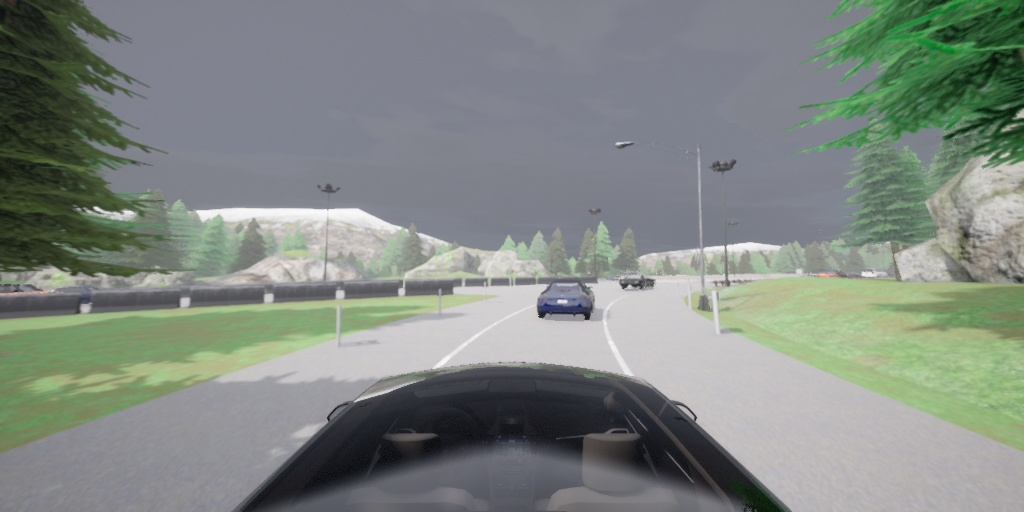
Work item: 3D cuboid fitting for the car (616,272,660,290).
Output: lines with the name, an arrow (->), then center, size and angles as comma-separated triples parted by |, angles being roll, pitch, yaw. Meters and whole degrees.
car -> 11.545, 2.356, 32.709 | 1.895, 1.301, 4.718 | -2, -3, 38

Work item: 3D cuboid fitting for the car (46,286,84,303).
car -> -30.458, 2.510, 22.080 | 4.553, 1.767, 2.097 | -1, -3, -26

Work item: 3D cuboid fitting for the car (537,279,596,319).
car -> 2.263, 1.624, 14.431 | 1.994, 1.385, 4.181 | -1, -2, 14

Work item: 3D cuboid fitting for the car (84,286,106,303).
car -> -30.805, 2.860, 25.790 | 4.674, 1.442, 1.812 | -1, -3, -26

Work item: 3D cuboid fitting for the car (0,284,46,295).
car -> -28.915, 2.309, 18.944 | 4.553, 1.767, 2.097 | -1, -3, -26
